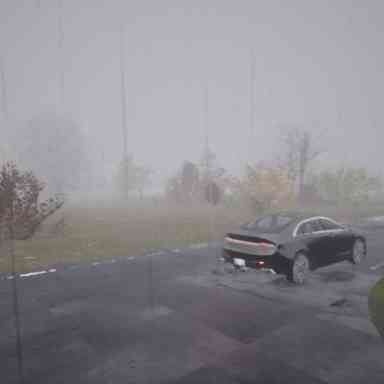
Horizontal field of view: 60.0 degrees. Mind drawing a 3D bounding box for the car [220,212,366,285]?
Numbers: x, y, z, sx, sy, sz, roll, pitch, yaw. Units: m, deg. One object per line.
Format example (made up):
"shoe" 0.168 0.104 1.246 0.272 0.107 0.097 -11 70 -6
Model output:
"car" 2.915 1.303 8.972 4.902 1.511 2.128 -1 1 -40
